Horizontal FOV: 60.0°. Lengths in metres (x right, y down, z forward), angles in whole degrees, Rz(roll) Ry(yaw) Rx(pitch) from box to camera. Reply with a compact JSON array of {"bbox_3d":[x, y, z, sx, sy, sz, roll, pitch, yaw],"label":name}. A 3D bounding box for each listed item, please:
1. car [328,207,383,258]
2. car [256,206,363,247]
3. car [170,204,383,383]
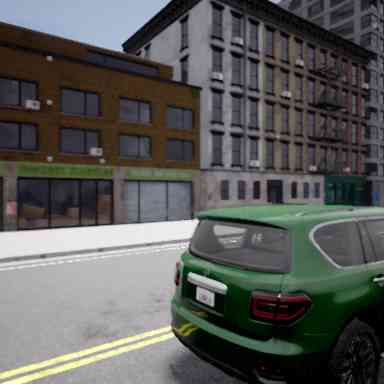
[{"bbox_3d":[7.812,1.432,13.251,4.902,1.511,2.128,0,0,-35],"label":"car"},{"bbox_3d":[5.682,1.489,15.728,5.357,1.411,2.033,0,0,-36],"label":"car"},{"bbox_3d":[2.325,1.200,5.102,5.566,2.045,2.150,0,0,-35],"label":"car"}]
